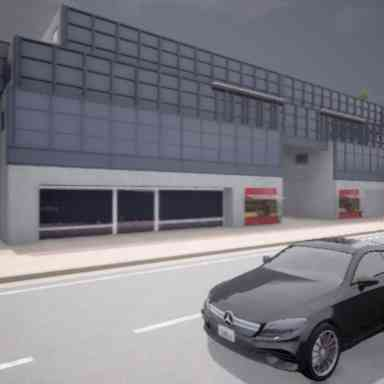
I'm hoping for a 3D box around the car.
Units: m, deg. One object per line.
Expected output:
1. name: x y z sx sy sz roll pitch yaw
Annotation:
1. car: 2.319 1.546 5.599 4.674 1.442 1.812 0 0 -36
